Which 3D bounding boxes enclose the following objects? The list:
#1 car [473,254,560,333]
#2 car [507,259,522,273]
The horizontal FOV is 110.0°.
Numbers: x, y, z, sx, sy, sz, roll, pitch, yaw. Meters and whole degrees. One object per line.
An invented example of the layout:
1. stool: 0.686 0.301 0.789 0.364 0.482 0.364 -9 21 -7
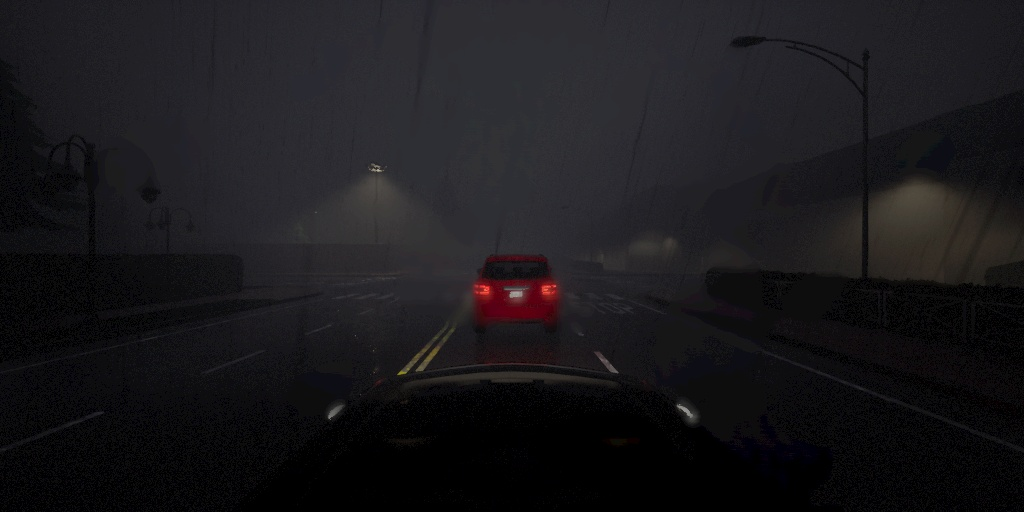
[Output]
1. car: 0.120 0.971 10.841 2.150 2.045 5.566 0 0 0
2. car: 0.348 1.228 45.562 1.882 1.535 5.008 0 0 1
